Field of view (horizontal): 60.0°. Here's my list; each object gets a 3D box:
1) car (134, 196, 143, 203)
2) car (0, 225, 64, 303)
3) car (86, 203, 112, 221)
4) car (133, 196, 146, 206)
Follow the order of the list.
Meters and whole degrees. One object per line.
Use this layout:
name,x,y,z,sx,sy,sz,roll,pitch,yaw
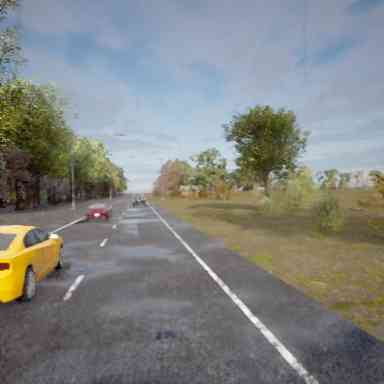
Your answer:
car,-11.678,1.641,72.575,1.994,1.385,4.181,-2,0,-9
car,-4.589,1.576,8.325,1.882,1.535,5.008,-2,0,-9
car,-7.912,1.650,28.598,1.812,1.442,4.674,-2,0,-9
car,-8.680,1.412,54.858,2.097,1.767,4.553,-2,0,-9
